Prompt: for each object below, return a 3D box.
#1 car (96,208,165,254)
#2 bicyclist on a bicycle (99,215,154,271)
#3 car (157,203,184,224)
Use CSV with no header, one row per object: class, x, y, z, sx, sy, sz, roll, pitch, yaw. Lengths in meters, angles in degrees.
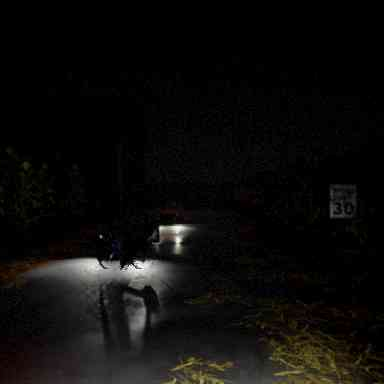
car,-2.496,1.616,14.043,1.812,1.442,4.674,0,0,3
bicyclist on a bicycle,-1.915,1.506,9.698,1.656,1.620,0.582,-1,-1,3
car,-1.698,1.604,26.696,1.882,1.535,5.008,0,0,4
